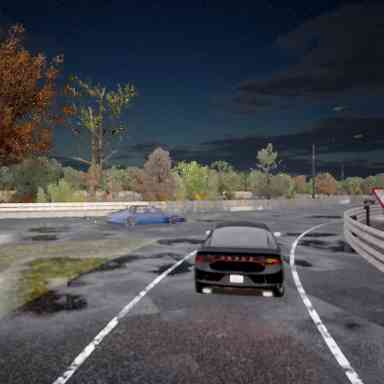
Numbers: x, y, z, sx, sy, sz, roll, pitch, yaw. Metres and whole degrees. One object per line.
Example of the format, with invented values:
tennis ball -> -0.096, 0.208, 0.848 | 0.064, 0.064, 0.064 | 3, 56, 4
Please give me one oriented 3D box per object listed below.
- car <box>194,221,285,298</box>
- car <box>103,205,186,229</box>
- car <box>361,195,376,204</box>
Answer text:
car -> 1.311, 1.492, 8.742 | 1.882, 1.535, 5.008 | 0, 0, 11
car -> -3.088, 1.581, 22.058 | 5.357, 1.411, 2.033 | 0, 0, -27
car -> 35.041, 1.704, 65.393 | 1.895, 1.301, 4.718 | 0, 0, 33
